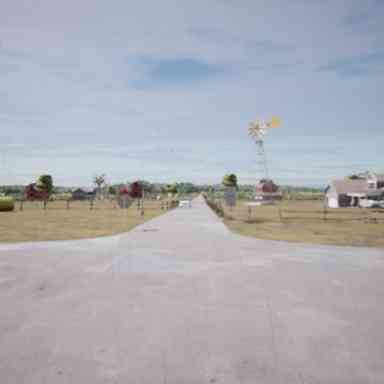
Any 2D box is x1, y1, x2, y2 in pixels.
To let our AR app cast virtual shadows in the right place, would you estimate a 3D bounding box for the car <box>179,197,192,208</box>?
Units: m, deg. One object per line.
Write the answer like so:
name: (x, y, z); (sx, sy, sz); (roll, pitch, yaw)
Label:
car: (-1.281, 2.072, 63.921); (2.150, 2.045, 5.566); (0, 0, 1)
